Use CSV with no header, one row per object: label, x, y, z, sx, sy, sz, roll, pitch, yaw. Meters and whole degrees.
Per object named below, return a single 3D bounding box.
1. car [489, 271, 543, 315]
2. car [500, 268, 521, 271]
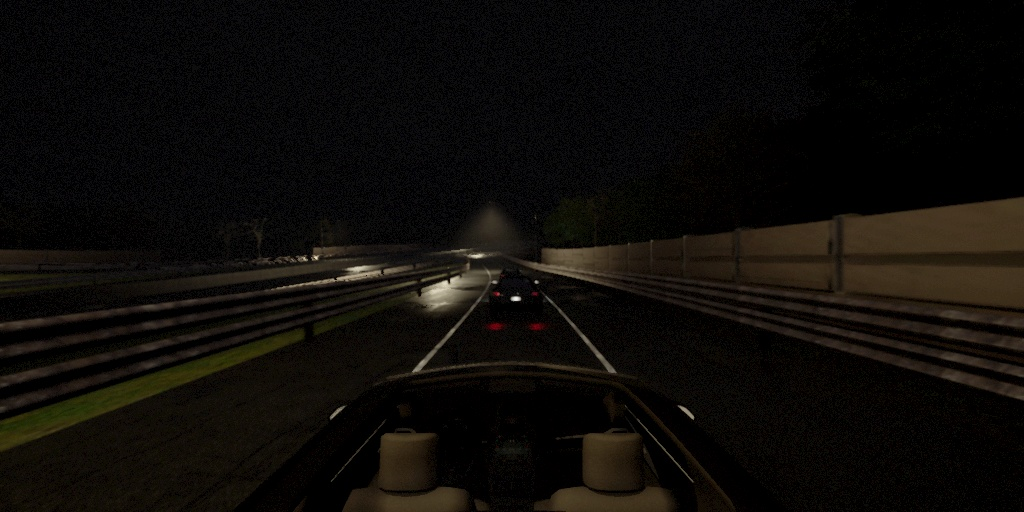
car,0.148,1.457,14.274,1.994,1.385,4.181,0,-1,0
car,-0.106,1.624,29.227,1.994,1.385,4.181,0,0,-2
